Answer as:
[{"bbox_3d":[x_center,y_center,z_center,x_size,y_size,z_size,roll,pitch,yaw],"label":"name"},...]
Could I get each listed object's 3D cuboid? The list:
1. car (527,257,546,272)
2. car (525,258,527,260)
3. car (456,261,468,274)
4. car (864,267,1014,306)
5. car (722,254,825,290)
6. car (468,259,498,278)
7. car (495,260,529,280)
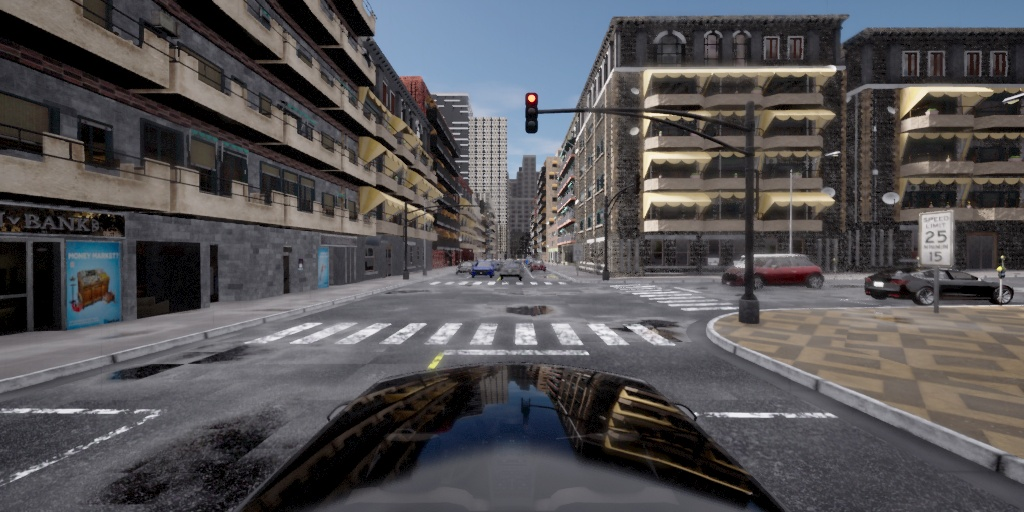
[{"bbox_3d":[3.265,1.198,45.496,1.967,1.591,4.097,0,0,1],"label":"car"},{"bbox_3d":[3.486,1.319,62.077,2.007,1.370,4.403,0,0,1],"label":"car"},{"bbox_3d":[-5.187,1.305,40.085,2.007,1.370,4.403,0,0,1],"label":"car"},{"bbox_3d":[15.926,1.077,13.539,4.313,1.339,1.948,0,0,0],"label":"car"},{"bbox_3d":[13.912,0.848,19.339,4.553,1.767,2.097,-1,0,1],"label":"car"},{"bbox_3d":[-2.676,1.230,34.113,1.882,1.535,5.008,0,0,1],"label":"car"},{"bbox_3d":[0.112,1.299,31.701,2.033,1.411,5.357,0,0,6],"label":"car"}]
